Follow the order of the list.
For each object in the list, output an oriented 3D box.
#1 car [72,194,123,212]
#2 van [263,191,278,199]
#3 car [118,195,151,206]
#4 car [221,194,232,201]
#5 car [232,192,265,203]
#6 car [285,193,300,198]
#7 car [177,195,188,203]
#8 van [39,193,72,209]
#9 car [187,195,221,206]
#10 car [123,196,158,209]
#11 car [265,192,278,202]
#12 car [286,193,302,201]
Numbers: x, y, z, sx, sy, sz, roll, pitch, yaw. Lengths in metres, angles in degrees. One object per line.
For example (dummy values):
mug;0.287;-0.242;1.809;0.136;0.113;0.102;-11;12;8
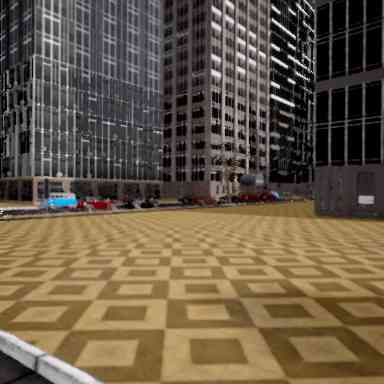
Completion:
car;-9.594;1.195;33.932;1.967;1.590;4.097;1;1;42
van;18.439;0.771;77.631;1.690;1.788;3.998;1;1;42
car;-8.269;1.177;48.096;1.887;1.381;4.507;1;1;42
car;6.994;1.082;64.972;1.947;1.339;4.313;1;1;42
car;9.387;0.923;55.115;2.192;1.841;5.009;1;1;42
car;26.065;0.939;86.077;1.947;1.339;4.313;1;1;42
car;-0.636;1.140;56.530;1.947;1.339;4.313;1;1;42
van;-15.978;1.031;39.727;1.690;1.788;3.998;1;1;42
car;1.756;1.248;46.677;1.802;1.307;4.206;1;1;42
car;-5.823;1.291;38.192;1.947;1.339;4.313;1;1;42
car;13.201;0.894;59.335;2.192;1.841;5.009;1;1;42
car;20.941;1.046;67.906;1.752;1.417;4.829;1;1;42
